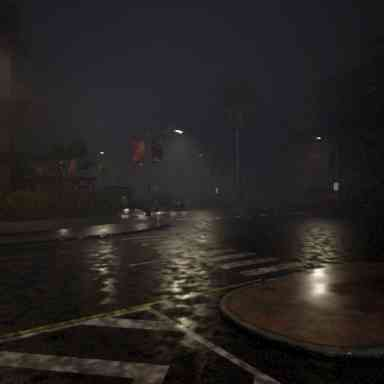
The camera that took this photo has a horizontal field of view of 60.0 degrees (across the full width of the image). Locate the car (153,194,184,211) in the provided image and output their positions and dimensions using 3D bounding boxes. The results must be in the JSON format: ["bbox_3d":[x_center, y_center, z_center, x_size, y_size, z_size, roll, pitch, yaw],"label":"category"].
[{"bbox_3d":[-3.195,1.220,41.829,2.150,2.045,5.566,0,0,-35],"label":"car"}]

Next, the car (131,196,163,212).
[{"bbox_3d":[-5.641,1.524,39.190,1.812,1.442,4.674,0,0,-35],"label":"car"}]

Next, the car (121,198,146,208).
[{"bbox_3d":[-8.782,1.599,49.841,1.895,1.301,4.718,0,0,-34],"label":"car"}]

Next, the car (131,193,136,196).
[{"bbox_3d":[-13.392,1.218,68.456,2.150,2.045,5.566,0,0,-39],"label":"car"}]
